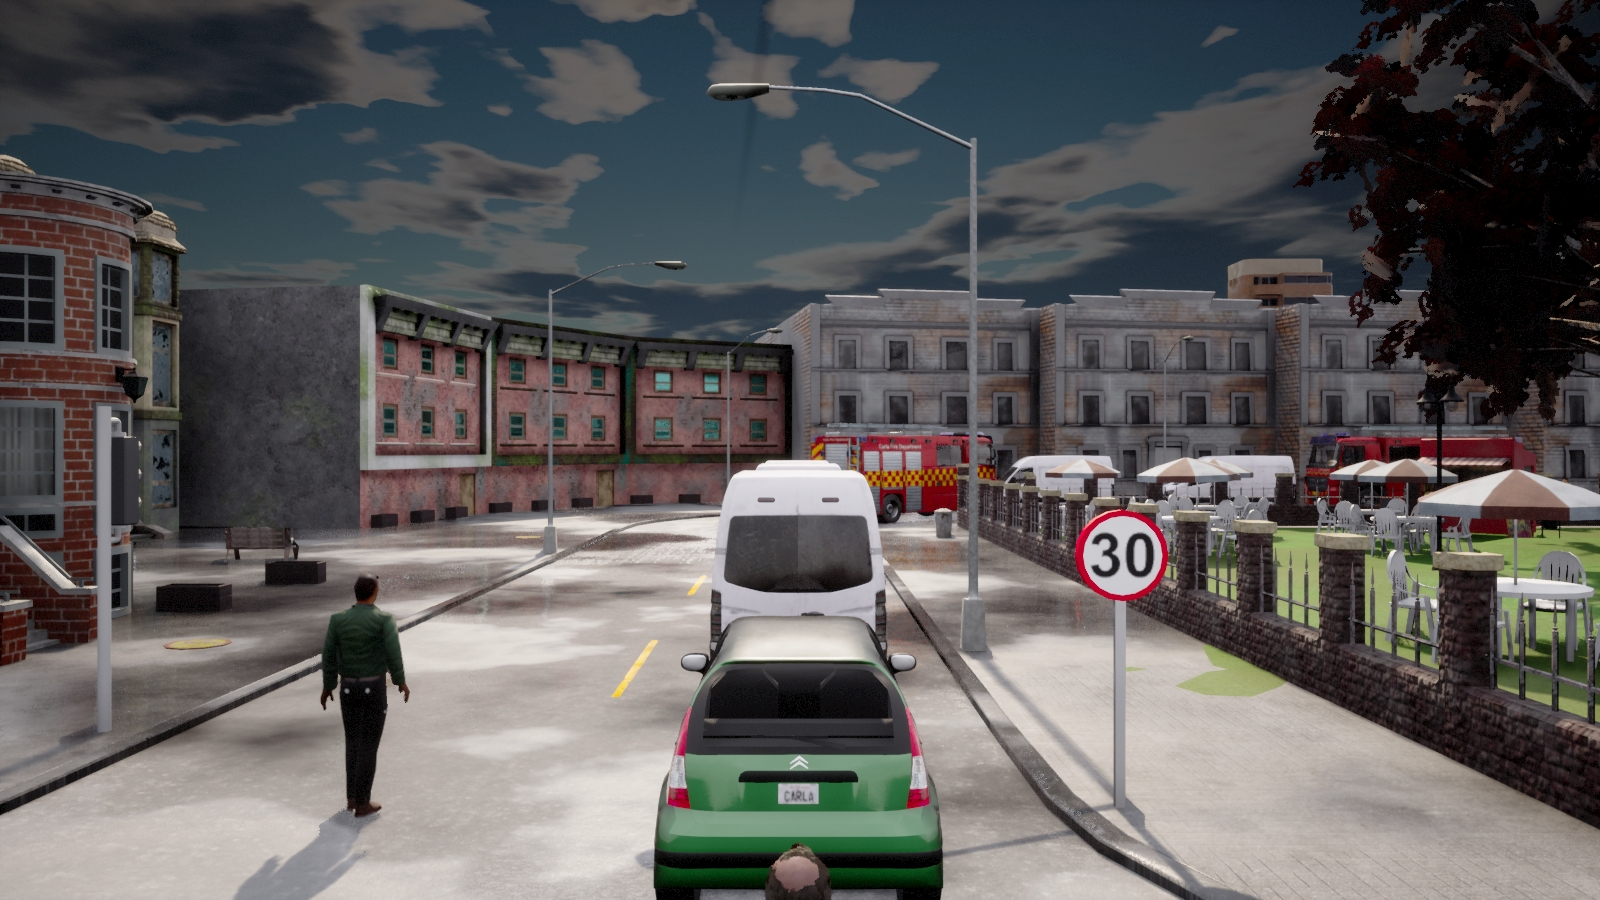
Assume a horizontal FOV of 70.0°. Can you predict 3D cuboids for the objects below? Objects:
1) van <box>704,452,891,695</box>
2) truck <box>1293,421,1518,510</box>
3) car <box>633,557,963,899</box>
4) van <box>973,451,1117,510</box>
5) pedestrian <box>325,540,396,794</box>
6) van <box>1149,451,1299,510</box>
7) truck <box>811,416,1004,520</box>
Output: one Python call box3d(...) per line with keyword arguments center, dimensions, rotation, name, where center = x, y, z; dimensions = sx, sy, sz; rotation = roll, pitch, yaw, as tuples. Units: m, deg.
box3d(center=(-0.025, 1.315, 15.105), dimensions=(1.988, 2.561, 5.915), rotation=(0, 0, 0), name="van")
box3d(center=(26.739, 0.670, 50.713), dimensions=(8.468, 3.827, 2.891), rotation=(0, 0, 0), name="truck")
box3d(center=(-0.015, 1.779, 8.404), dimensions=(1.851, 1.617, 3.988), rotation=(0, 0, 0), name="car")
box3d(center=(10.768, 1.314, 50.430), dimensions=(5.915, 2.561, 1.988), rotation=(0, 0, 0), name="van")
box3d(center=(-3.339, 1.628, 8.697), dimensions=(0.375, 1.860, 0.375), rotation=(0, 0, 4), name="pedestrian")
box3d(center=(18.656, 1.314, 50.452), dimensions=(5.915, 2.561, 1.988), rotation=(0, 0, 0), name="van")
box3d(center=(4.502, 0.672, 46.247), dimensions=(8.468, 3.827, 2.891), rotation=(0, 0, -43), name="truck")
